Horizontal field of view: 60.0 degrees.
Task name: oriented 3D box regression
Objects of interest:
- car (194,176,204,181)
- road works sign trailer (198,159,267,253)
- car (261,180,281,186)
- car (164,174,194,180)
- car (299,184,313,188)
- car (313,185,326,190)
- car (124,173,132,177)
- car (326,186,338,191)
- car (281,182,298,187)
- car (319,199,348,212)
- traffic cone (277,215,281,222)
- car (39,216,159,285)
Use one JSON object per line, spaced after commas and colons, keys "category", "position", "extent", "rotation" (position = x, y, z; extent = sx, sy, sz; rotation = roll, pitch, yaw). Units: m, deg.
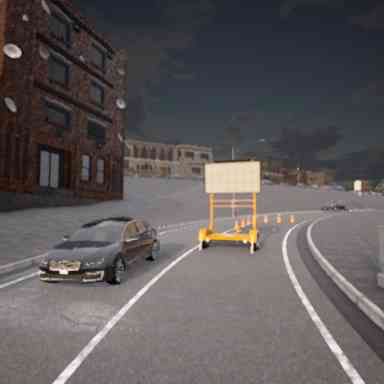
{"category": "car", "position": [2.090, -2.297, 63.842], "extent": [4.892, 1.521, 2.231], "rotation": [2, -5, -29]}
{"category": "road works sign trailer", "position": [1.734, 0.474, 13.851], "extent": [2.380, 3.560, 2.880], "rotation": [-1, -1, 21]}
{"category": "car", "position": [16.330, -1.761, 72.394], "extent": [4.553, 1.767, 2.185], "rotation": [3, -5, -32]}
{"category": "car", "position": [-2.750, -2.481, 61.195], "extent": [4.892, 1.521, 2.231], "rotation": [2, -5, -29]}
{"category": "car", "position": [25.637, -1.107, 78.676], "extent": [4.674, 1.452, 2.002], "rotation": [3, -5, -35]}
{"category": "car", "position": [30.027, -0.898, 81.851], "extent": [4.892, 1.521, 2.231], "rotation": [3, -5, -36]}
{"category": "car", "position": [-12.353, -2.946, 55.969], "extent": [4.553, 1.767, 2.185], "rotation": [2, -5, -29]}
{"category": "car", "position": [34.515, -0.741, 85.259], "extent": [4.553, 1.767, 2.185], "rotation": [4, -6, -37]}
{"category": "car", "position": [21.100, -1.361, 75.543], "extent": [4.792, 1.488, 2.163], "rotation": [3, -5, -34]}
{"category": "car", "position": [19.796, 1.873, 46.541], "extent": [4.553, 1.767, 2.097], "rotation": [1, -4, -38]}
{"category": "traffic cone", "position": [6.751, 2.056, 25.857], "extent": [0.340, 0.580, 0.340], "rotation": [-2, -1, 20]}
{"category": "car", "position": [-2.374, 1.529, 9.708], "extent": [1.837, 1.490, 4.892], "rotation": [-1, 0, 11]}
